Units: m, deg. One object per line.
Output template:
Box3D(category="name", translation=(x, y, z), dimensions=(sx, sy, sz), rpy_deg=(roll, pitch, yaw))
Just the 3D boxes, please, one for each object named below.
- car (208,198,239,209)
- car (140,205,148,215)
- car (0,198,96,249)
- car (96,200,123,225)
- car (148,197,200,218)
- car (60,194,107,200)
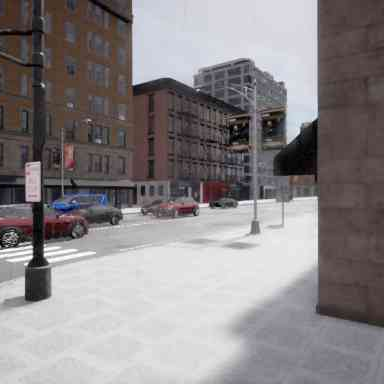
Box3D(category="car", translation=(3.962, 1.453, 41.751), dimensions=(1.895, 1.301, 4.718), rpy_deg=(0, 0, 35))
Box3D(category="car", translation=(-2.899, 1.429, 32.041), dimensions=(1.812, 1.442, 4.674), rpy_deg=(0, 0, 35))
Box3D(category="car", translation=(-6.896, 1.310, 14.743), dimensions=(2.097, 1.767, 4.553), rpy_deg=(0, 0, 35))
Box3D(category="car", translation=(-6.507, 1.468, 21.285), dimensions=(1.812, 1.442, 4.674), rpy_deg=(0, 0, 37))
Box3D(category="car", translation=(-1.290, 1.256, 28.678), dimensions=(2.097, 1.767, 4.553), rpy_deg=(0, 0, 35))
Box3D(category="car", translation=(-8.507, 1.166, 24.091), dimensions=(2.150, 2.045, 5.566), rpy_deg=(0, 0, 35))
